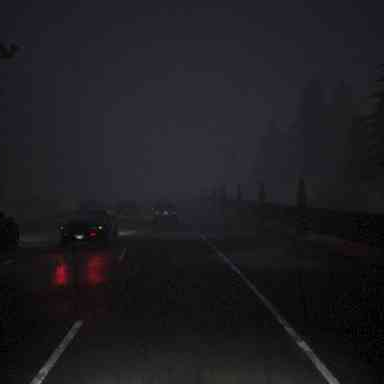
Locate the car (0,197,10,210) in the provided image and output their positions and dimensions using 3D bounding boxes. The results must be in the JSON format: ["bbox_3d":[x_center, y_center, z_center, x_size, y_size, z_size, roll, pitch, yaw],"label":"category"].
[{"bbox_3d":[-25.051,1.457,41.896,1.882,1.535,5.008,0,0,-6],"label":"car"}]

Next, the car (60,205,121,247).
[{"bbox_3d":[-4.496,1.516,14.920,1.812,1.442,4.674,0,0,-5],"label":"car"}]

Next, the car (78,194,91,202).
[{"bbox_3d":[-25.224,1.302,78.148,2.097,1.767,4.553,0,0,-6],"label":"car"}]

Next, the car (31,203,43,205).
[{"bbox_3d":[-17.448,1.506,36.433,1.812,1.442,4.674,0,0,-6],"label":"car"}]

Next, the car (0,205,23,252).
[{"bbox_3d":[-7.589,1.217,10.555,2.150,2.045,5.566,0,0,-5],"label":"car"}]

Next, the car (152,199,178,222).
[{"bbox_3d":[-2.083,1.527,25.869,2.033,1.411,5.357,0,0,-6],"label":"car"}]

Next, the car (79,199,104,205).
[{"bbox_3d":[-9.784,1.484,32.298,1.837,1.490,4.892,0,0,-6],"label":"car"}]

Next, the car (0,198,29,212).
[{"bbox_3d":[-21.260,1.473,39.261,2.128,1.511,4.902,0,0,-6],"label":"car"}]

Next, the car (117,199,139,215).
[{"bbox_3d":[-6.344,1.454,33.054,1.882,1.535,5.008,0,0,-6],"label":"car"}]
